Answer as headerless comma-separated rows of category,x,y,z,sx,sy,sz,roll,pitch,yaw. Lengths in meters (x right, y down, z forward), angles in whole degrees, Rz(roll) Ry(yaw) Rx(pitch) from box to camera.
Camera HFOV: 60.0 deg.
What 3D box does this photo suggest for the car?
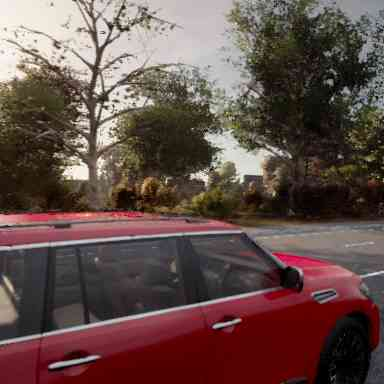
car,-0.408,1.210,3.336,5.566,2.045,2.150,0,0,-35
